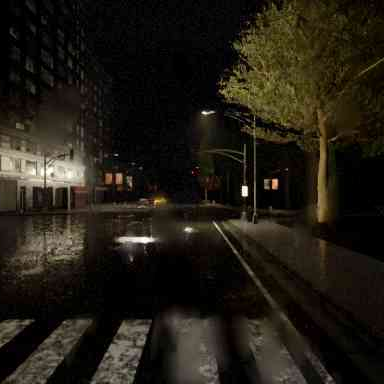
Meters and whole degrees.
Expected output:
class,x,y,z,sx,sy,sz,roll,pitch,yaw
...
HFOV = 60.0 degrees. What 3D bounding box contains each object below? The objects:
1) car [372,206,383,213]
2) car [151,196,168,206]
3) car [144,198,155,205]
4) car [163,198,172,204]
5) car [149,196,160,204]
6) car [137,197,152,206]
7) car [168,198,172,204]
class,x,y,z,sx,sy,sz,roll,pitch,yaw
car,41.790,3.910,74.394,4.892,1.490,1.837,4,-3,-45
car,-6.341,1.924,65.955,1.882,1.535,5.008,0,-1,0
car,-9.567,2.130,75.497,1.994,1.385,4.181,0,-1,0
car,-6.290,2.261,86.158,1.812,1.442,4.674,0,-1,0
car,-9.541,1.958,85.903,2.150,2.045,5.566,0,-1,0
car,-9.591,2.006,65.629,1.994,1.385,4.181,0,-1,0
car,-6.316,2.125,75.955,2.033,1.411,5.357,0,-1,0
